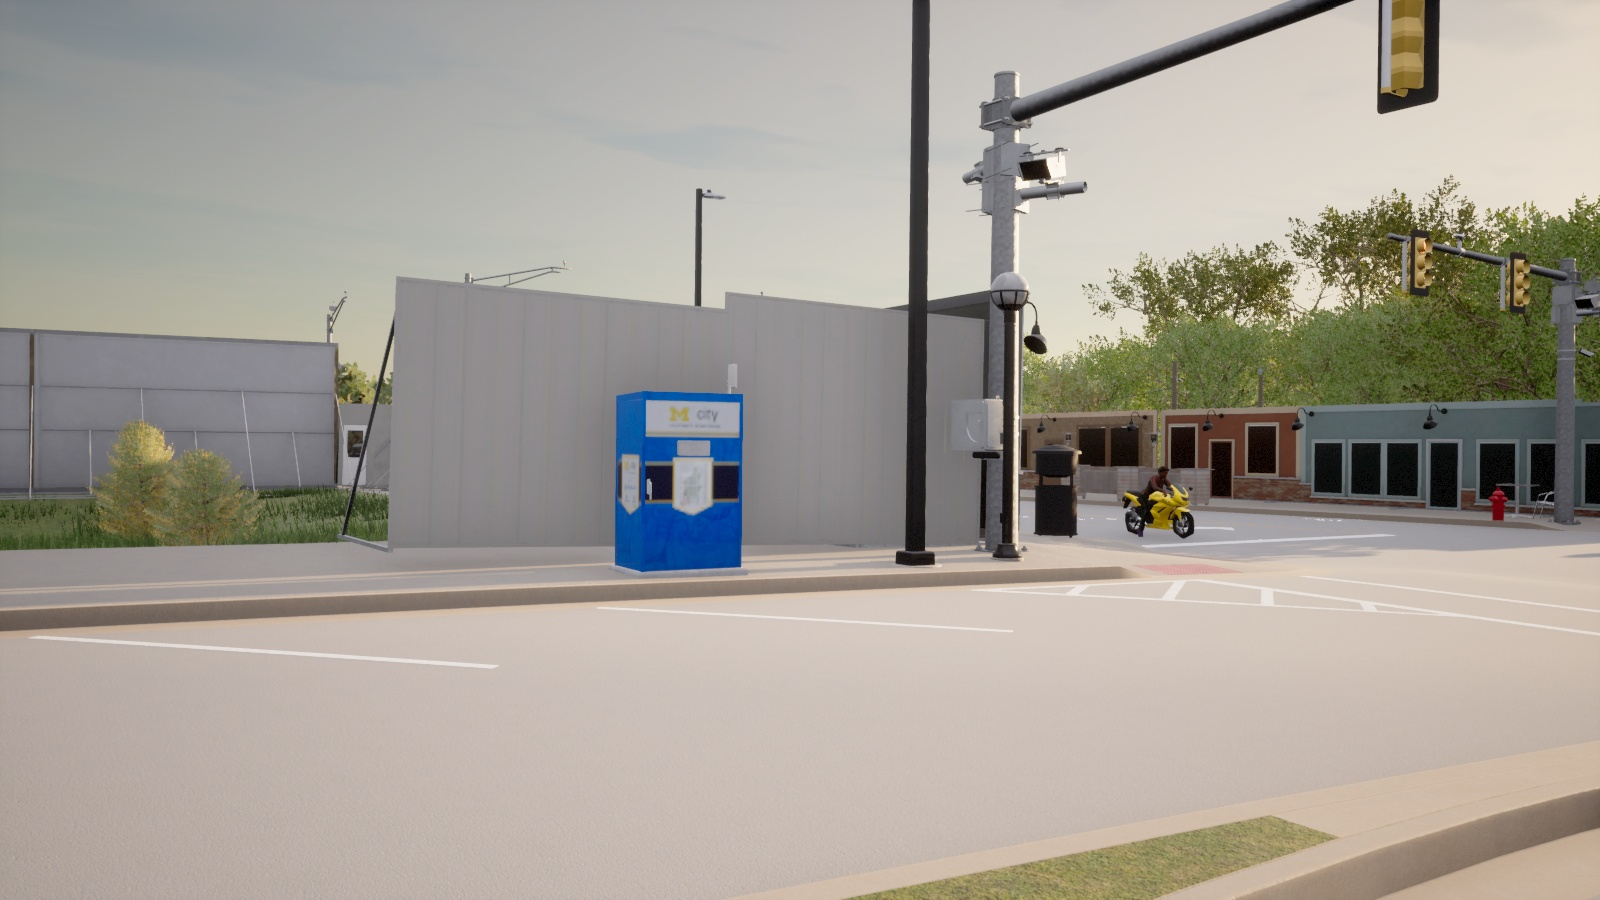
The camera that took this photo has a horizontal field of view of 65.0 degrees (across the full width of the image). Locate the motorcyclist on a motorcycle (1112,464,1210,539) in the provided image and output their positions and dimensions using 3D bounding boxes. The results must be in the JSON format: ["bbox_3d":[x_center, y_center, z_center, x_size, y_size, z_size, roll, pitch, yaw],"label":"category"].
[{"bbox_3d":[7.667,1.065,26.779,0.797,1.523,2.044,0,0,-29],"label":"motorcyclist on a motorcycle"}]
